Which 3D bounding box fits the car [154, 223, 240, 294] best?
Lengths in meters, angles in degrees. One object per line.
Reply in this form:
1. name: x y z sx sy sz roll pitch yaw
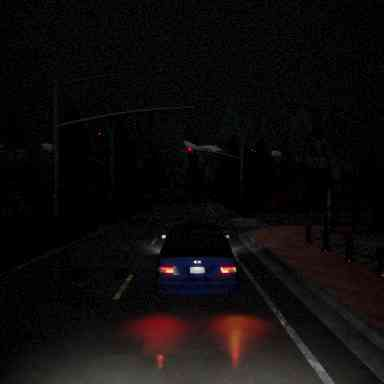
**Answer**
1. car: 0.101 1.547 8.899 2.033 1.411 5.357 0 0 0
